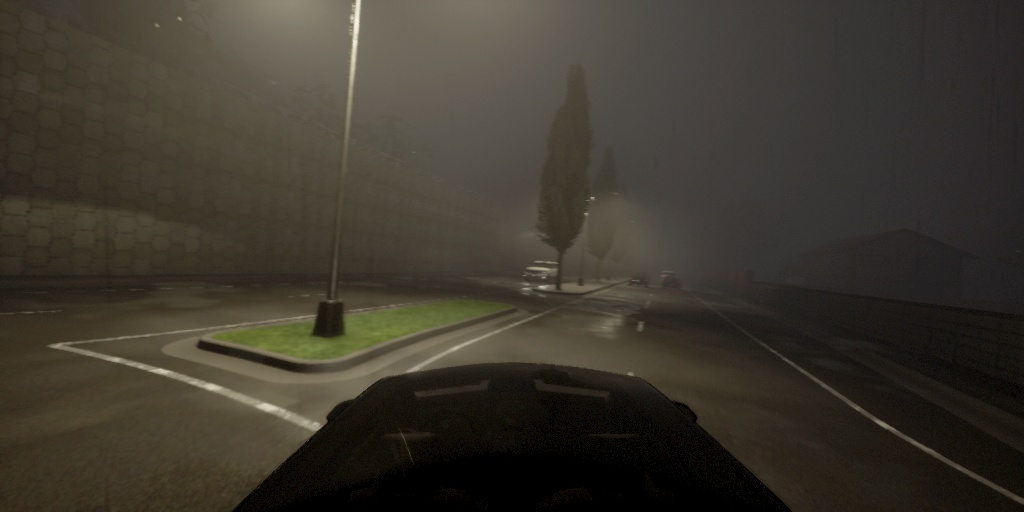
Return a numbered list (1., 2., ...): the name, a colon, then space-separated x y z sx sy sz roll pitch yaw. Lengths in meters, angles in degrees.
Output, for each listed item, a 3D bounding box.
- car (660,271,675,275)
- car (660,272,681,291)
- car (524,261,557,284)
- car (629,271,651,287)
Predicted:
1. car: 22.151 3.170 50.712 2.150 2.045 5.566 4 0 23
2. car: 18.140 3.018 40.856 1.882 1.535 5.008 4 -1 23
3. car: 3.025 1.498 34.584 2.150 2.045 5.566 4 -1 23
4. car: 15.025 2.868 42.469 1.994 1.385 4.181 4 -1 23
